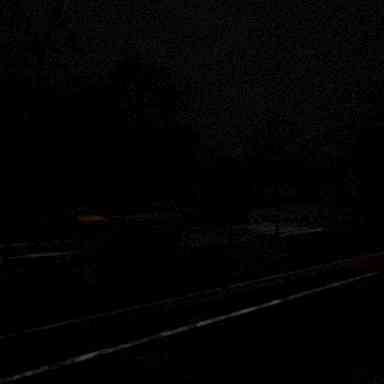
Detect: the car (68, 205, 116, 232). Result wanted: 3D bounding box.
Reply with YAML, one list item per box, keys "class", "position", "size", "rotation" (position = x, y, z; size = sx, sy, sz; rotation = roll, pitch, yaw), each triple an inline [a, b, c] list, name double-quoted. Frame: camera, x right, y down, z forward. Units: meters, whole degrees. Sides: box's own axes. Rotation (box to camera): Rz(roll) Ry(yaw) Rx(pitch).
- class: "car"
  position: [-7.021, 1.630, 21.492]
  size: [1.946, 1.575, 5.366]
  rotation: [1, 0, -35]

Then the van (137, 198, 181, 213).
- class: "van"
  position: [-2.541, 1.460, 24.773]
  size: [1.878, 1.987, 4.442]
  rotation: [1, 0, -35]

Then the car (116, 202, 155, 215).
- class: "car"
  position: [-4.886, 1.689, 23.280]
  size: [2.163, 1.488, 4.792]
  rotation: [1, 0, -36]

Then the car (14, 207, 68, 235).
- class: "car"
  position: [-9.404, 1.636, 20.055]
  size: [2.163, 1.488, 4.792]
  rotation: [1, 0, -36]

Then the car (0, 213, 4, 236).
- class: "car"
  position: [-11.642, 1.582, 18.415]
  size: [2.231, 1.521, 4.892]
  rotation: [1, 0, -36]
